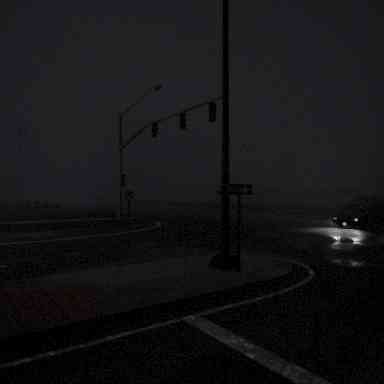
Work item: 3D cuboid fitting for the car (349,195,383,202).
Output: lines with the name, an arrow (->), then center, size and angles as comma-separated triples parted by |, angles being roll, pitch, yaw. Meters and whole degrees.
car -> 15.329, 1.271, 29.018 | 5.566, 2.045, 2.150 | 1, 0, -36

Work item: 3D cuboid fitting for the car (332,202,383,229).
car -> 11.554, 1.583, 22.035 | 5.357, 1.411, 2.033 | 0, 0, -35
